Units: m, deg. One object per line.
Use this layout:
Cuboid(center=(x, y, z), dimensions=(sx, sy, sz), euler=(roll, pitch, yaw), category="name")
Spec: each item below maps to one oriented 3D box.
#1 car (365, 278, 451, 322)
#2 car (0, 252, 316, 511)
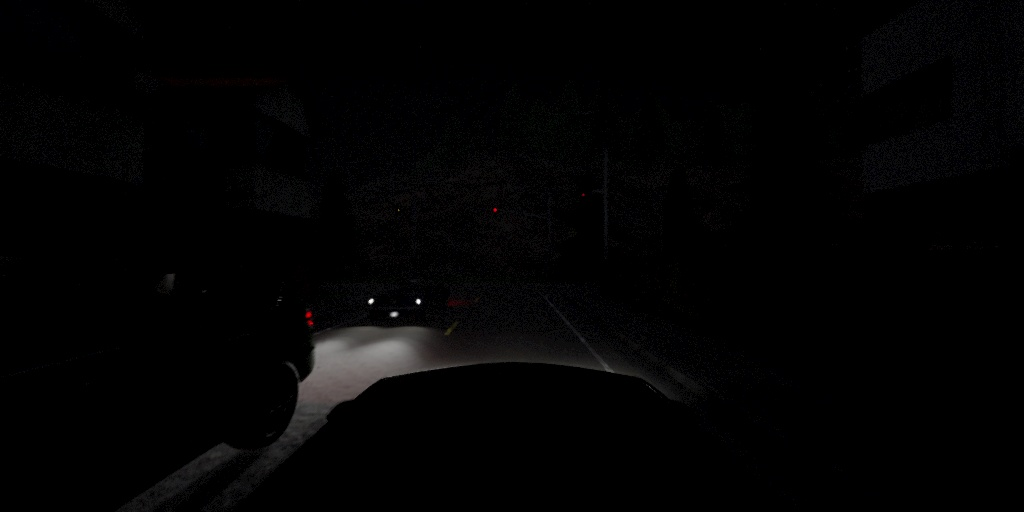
Cuboid(center=(-3.532, 1.478, 13.007), dimensions=(1.895, 1.301, 4.718), euler=(0, -1, 1), category="car")
Cuboid(center=(-3.595, 0.979, 2.346), dimensions=(2.150, 2.045, 5.566), euler=(0, -1, 0), category="car")
